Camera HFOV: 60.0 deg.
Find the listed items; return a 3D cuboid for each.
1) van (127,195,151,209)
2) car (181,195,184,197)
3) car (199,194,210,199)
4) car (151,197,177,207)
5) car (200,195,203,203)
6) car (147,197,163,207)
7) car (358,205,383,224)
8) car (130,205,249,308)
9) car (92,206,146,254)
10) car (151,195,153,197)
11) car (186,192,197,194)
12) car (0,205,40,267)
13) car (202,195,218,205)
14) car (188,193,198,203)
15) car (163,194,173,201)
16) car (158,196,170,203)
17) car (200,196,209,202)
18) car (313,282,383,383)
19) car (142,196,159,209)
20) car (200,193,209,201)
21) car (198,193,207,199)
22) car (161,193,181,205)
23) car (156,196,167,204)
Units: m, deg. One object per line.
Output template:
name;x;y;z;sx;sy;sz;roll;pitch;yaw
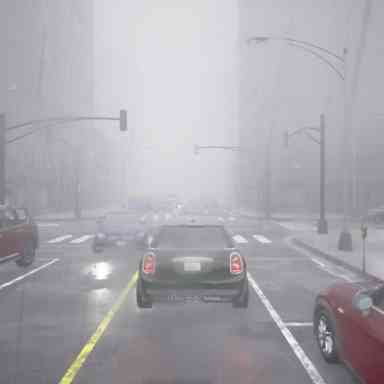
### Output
van;-5.807;1.337;35.606;1.690;1.788;3.998;0;0;0
car;-2.983;1.592;59.987;1.895;1.301;4.718;0;0;1
car;2.751;1.558;57.998;1.947;1.339;4.313;0;0;0
car;-3.050;1.544;36.060;2.033;1.411;5.357;0;0;0
car;2.743;1.544;52.404;2.008;1.369;4.403;0;0;0
car;-5.783;1.538;52.394;1.887;1.381;4.507;0;0;0
car;14.411;1.516;23.753;4.674;1.442;1.812;0;0;1
car;0.021;1.352;8.076;2.097;1.767;4.553;0;0;0
car;-2.898;1.525;13.817;1.812;1.442;4.674;1;0;-11
car;-5.799;1.310;41.202;2.192;1.841;5.009;0;0;0
car;0.110;1.362;76.595;1.812;1.442;4.674;0;0;0
car;-5.846;1.315;8.658;2.192;1.841;5.009;0;0;0
car;2.735;1.520;46.979;1.752;1.417;4.829;0;0;0
car;0.150;1.516;66.629;1.812;1.442;4.674;0;0;0
car;-5.742;1.302;80.372;2.192;1.841;5.009;0;0;0
car;-5.758;1.540;69.181;2.008;1.369;4.403;0;0;0
car;2.776;1.570;74.781;1.802;1.307;4.206;0;0;0
car;2.672;1.440;3.148;1.967;1.590;4.097;0;0;0
car;-5.791;1.434;46.798;1.967;1.590;4.097;0;0;0
car;3.125;1.211;86.603;2.150;2.045;5.566;0;0;0
car;2.759;1.306;63.592;2.192;1.841;5.009;0;0;0
car;-3.035;1.216;46.446;2.150;2.045;5.566;0;0;0
car;-5.767;1.516;63.415;1.752;1.417;4.829;0;0;0
